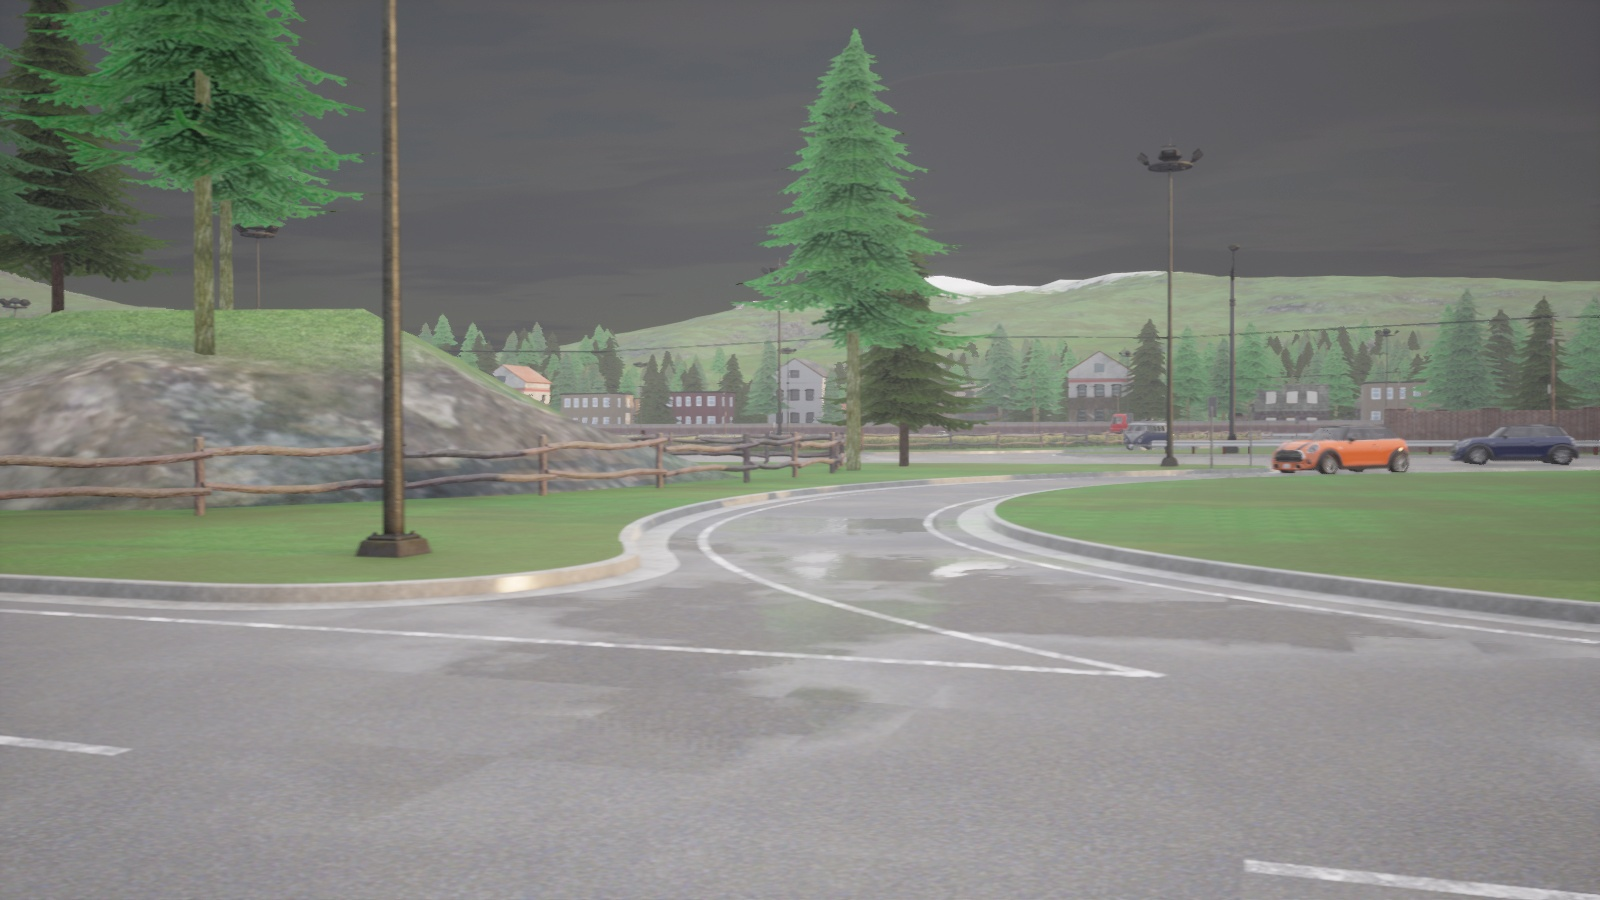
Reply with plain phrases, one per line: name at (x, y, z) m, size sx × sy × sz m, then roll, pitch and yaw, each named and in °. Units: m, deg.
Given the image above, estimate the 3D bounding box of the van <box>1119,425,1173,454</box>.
van at (24.221, -0.736, 87.824) m, size 1.775 × 1.987 × 4.442 m, roll 1°, pitch 1°, yaw 44°

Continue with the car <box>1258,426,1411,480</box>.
car at (18.025, 0.074, 42.383) m, size 4.553 × 1.767 × 2.097 m, roll 0°, pitch 1°, yaw -21°

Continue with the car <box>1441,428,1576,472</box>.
car at (29.286, -0.039, 52.073) m, size 4.553 × 1.767 × 2.097 m, roll 0°, pitch 1°, yaw 18°
